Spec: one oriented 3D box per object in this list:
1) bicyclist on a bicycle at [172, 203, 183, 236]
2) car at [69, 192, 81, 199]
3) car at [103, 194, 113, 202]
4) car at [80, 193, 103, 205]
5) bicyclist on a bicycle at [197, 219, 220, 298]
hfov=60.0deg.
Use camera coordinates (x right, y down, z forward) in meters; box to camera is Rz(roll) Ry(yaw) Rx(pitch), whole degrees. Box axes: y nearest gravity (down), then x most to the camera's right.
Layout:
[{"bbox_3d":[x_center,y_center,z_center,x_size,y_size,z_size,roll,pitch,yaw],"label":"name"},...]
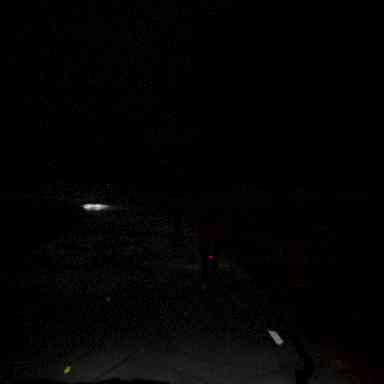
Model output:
[{"bbox_3d":[-0.722,1.378,16.977,0.582,1.620,1.656,1,0,-9],"label":"bicyclist on a bicycle"},{"bbox_3d":[-24.201,0.681,69.587,1.812,1.442,4.674,0,1,-38],"label":"car"},{"bbox_3d":[-14.645,0.950,55.097,2.033,1.411,5.357,0,1,-29],"label":"car"},{"bbox_3d":[-14.572,1.081,48.036,1.895,1.301,4.718,0,1,-26],"label":"car"},{"bbox_3d":[0.394,1.436,7.518,0.582,1.620,1.656,0,0,-4],"label":"bicyclist on a bicycle"}]
